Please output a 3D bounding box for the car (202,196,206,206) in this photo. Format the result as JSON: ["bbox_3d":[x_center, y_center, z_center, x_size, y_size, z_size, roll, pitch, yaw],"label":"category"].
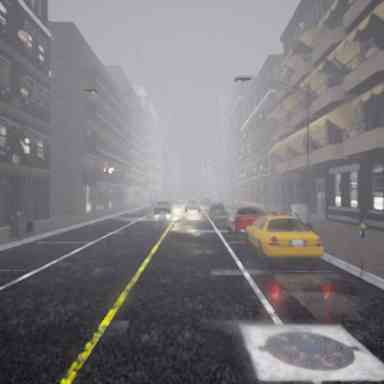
[{"bbox_3d":[2.720,1.716,59.824,1.752,1.417,4.829,0,0,0],"label":"car"}]

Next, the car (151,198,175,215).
[{"bbox_3d":[-3.080,1.666,36.523,2.033,1.411,5.357,0,0,0],"label":"car"}]

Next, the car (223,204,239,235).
[{"bbox_3d":[3.149,1.541,19.288,1.882,1.535,5.008,0,0,0],"label":"car"}]

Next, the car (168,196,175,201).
[{"bbox_3d":[-5.645,1.819,93.309,1.752,1.417,4.829,0,0,0],"label":"car"}]

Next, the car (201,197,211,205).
[{"bbox_3d":[2.722,1.773,65.290,1.947,1.339,4.313,0,0,0],"label":"car"}]

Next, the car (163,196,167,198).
[{"bbox_3d":[-5.663,1.723,54.025,2.008,1.369,4.403,0,0,0],"label":"car"}]

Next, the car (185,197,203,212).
[{"bbox_3d":[0.109,1.659,40.965,1.812,1.442,4.674,0,-1,1],"label":"car"}]

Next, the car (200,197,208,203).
[{"bbox_3d":[2.727,1.824,76.562,1.802,1.307,4.206,0,0,0],"label":"car"}]

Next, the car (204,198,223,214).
[{"bbox_3d":[2.709,1.671,37.109,2.008,1.369,4.403,0,0,0],"label":"car"}]

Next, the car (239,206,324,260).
[{"bbox_3d":[3.156,1.498,12.479,1.801,1.575,5.366,0,0,0],"label":"car"}]

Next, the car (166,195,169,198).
[{"bbox_3d":[-5.661,1.741,59.662,2.008,1.369,4.403,0,0,0],"label":"car"}]

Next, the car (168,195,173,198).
[{"bbox_3d":[-5.656,1.770,70.935,1.887,1.381,4.507,0,0,0],"label":"car"}]

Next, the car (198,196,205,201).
[{"bbox_3d":[2.736,1.876,93.471,1.802,1.307,4.206,0,0,0],"label":"car"}]
